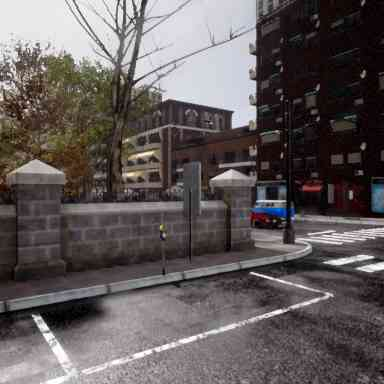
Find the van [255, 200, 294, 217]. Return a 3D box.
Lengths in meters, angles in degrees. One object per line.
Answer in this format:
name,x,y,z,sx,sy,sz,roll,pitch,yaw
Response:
van,7.304,1.643,30.180,1.690,1.788,3.998,-1,0,-36

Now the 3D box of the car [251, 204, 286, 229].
car,4.451,1.834,24.264,1.994,1.385,4.181,0,-1,-36
